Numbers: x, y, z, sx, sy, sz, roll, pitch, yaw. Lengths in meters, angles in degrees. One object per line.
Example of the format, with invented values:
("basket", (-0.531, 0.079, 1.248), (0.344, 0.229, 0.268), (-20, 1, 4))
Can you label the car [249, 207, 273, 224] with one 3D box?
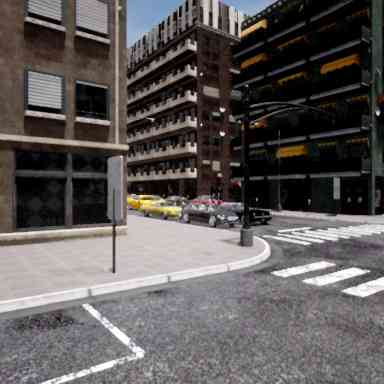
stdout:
("car", (3.033, 1.387, 22.044), (1.895, 1.301, 4.718), (0, 1, -36))

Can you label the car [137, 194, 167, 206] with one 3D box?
("car", (-5.270, 1.035, 43.351), (2.008, 1.369, 4.403), (1, 0, -36))

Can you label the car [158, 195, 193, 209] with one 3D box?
("car", (-2.002, 1.111, 38.845), (2.008, 1.369, 4.403), (1, 0, -36))

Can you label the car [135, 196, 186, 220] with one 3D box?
("car", (-2.164, 1.236, 24.800), (1.752, 1.417, 4.829), (1, 0, -36))

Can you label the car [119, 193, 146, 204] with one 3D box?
("car", (-8.639, 0.931, 47.994), (1.752, 1.417, 4.829), (1, 0, -36))

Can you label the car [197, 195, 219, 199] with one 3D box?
("car", (1.270, 1.077, 34.338), (1.967, 1.590, 4.097), (1, 0, -36))

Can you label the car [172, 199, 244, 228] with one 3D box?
("car", (1.005, 1.337, 20.431), (2.008, 1.369, 4.403), (1, 0, -36))

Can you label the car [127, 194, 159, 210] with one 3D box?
("car", (-4.546, 1.085, 32.477), (1.882, 1.535, 5.008), (0, 1, -36))
